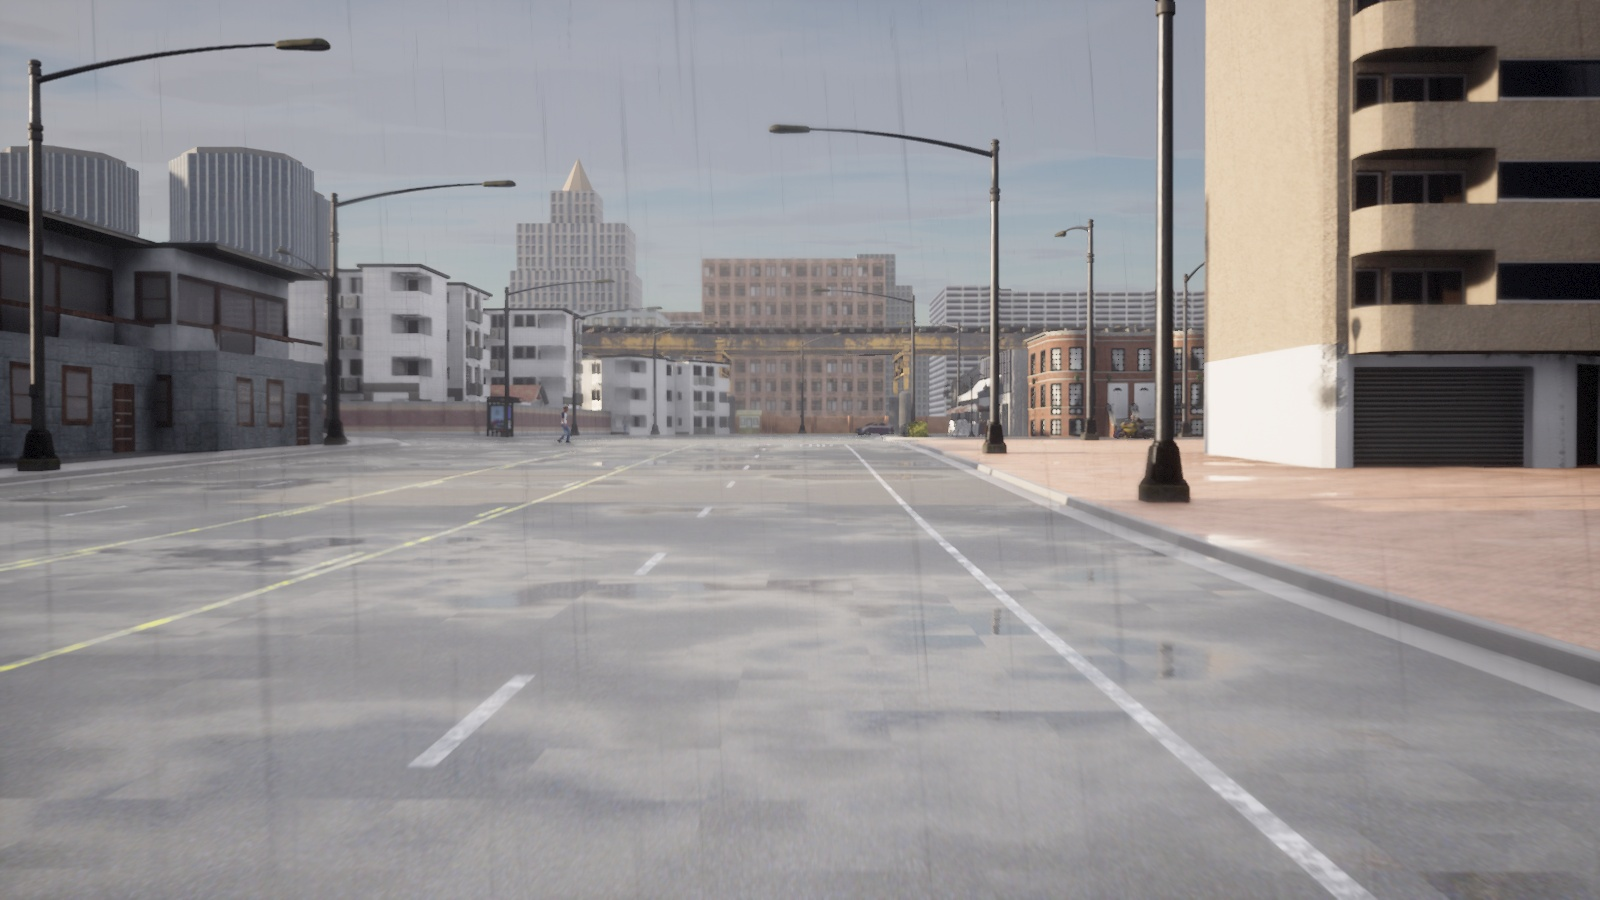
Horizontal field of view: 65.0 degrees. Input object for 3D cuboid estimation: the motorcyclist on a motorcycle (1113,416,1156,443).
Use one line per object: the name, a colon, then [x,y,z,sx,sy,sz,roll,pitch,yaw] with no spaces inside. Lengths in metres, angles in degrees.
motorcyclist on a motorcycle: [18.896,-1.170,71.041,2.191,1.530,0.866,0,1,2]

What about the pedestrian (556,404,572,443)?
pedestrian: [-11.179,-1.259,59.559,0.706,1.836,0.354,0,1,-3]
